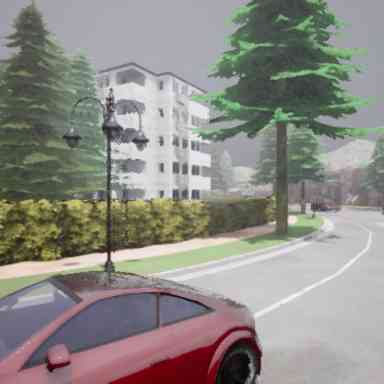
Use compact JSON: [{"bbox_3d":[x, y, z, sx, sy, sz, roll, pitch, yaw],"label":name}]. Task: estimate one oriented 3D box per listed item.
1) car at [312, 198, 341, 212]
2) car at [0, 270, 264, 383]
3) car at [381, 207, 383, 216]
[{"bbox_3d":[16.974,1.617,42.225,2.097,1.767,4.553,0,0,-2],"label":"car"},{"bbox_3d":[-1.201,1.596,3.360,4.181,1.385,1.994,0,0,-39],"label":"car"},{"bbox_3d":[19.958,1.670,32.056,2.128,1.511,4.902,0,0,10],"label":"car"}]
